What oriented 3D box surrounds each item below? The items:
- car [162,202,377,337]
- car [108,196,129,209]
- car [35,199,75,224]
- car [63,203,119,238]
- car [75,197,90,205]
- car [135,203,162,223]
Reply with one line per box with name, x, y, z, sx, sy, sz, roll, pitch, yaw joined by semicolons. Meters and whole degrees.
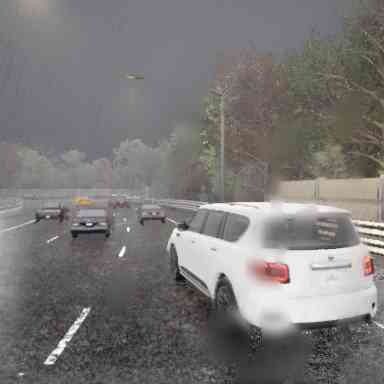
car;1.067;1.221;6.981;2.150;2.045;5.566;0;0;-17
car;-9.988;1.351;44.786;2.097;1.767;4.553;0;0;-24
car;-10.413;1.491;25.041;2.128;1.511;4.902;0;0;-14
car;-5.201;1.547;17.808;2.033;1.411;5.357;0;0;-10
car;-17.121;1.477;51.453;1.882;1.535;5.008;0;0;-29
car;-3.216;1.547;25.270;2.033;1.411;5.357;0;0;-13
